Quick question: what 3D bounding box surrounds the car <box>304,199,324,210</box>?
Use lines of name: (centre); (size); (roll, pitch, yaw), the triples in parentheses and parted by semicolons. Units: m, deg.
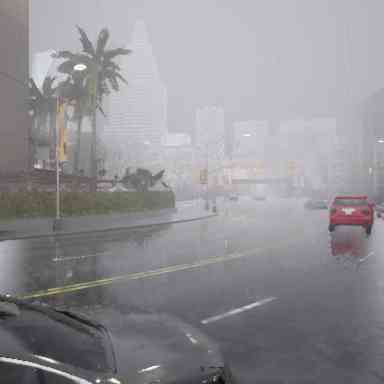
car: (15.367, 1.538, 41.412); (1.994, 1.385, 4.181); (0, 0, 8)

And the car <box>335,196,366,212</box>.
car: (18.596, 1.330, 39.269); (2.097, 1.767, 4.553); (0, 0, 9)

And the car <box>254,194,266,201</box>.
car: (16.396, 1.422, 79.147); (1.882, 1.535, 5.008); (0, 0, 7)

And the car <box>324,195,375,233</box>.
car: (9.589, 1.210, 19.930); (2.150, 2.045, 5.566); (0, 0, 29)

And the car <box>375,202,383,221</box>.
car: (16.022, 1.465, 26.547); (1.882, 1.535, 5.008); (0, -1, 20)

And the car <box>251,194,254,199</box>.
car: (17.598, 1.461, 89.109); (1.812, 1.442, 4.674); (0, 0, 7)

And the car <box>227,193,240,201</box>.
car: (10.165, 1.419, 80.938); (2.097, 1.535, 5.008); (0, 0, 7)

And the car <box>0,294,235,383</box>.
car: (-1.880, 1.503, 2.224); (4.892, 1.490, 1.837); (0, 1, -33)

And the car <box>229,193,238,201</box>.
car: (10.797, 1.289, 87.333); (2.185, 1.767, 4.553); (0, 0, 7)
